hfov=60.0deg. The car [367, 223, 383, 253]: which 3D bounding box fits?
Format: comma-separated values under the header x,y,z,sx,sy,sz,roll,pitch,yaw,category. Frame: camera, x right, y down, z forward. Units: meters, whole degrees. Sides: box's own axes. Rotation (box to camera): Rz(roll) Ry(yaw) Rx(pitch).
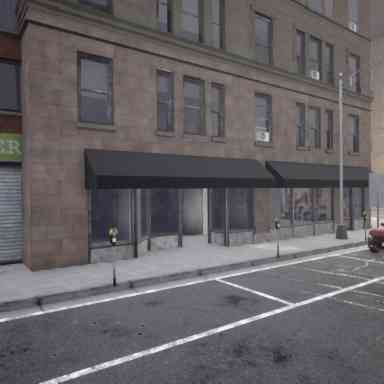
x,y,z,sx,sy,sz,roll,pitch,yaw,category
8.377,1.541,12.566,4.507,1.381,1.887,0,-1,-36,car
